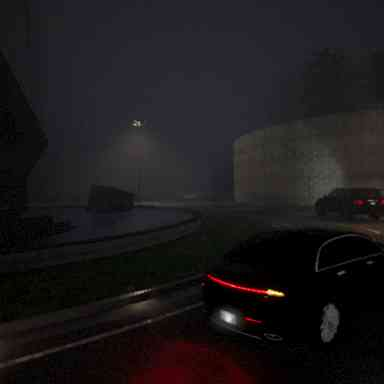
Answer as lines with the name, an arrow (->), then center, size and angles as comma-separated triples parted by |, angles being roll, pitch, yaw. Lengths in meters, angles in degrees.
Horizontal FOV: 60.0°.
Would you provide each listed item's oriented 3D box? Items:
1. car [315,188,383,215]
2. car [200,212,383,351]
car -> 10.437, 0.749, 22.427 | 2.150, 2.045, 5.566 | -1, 1, -7
car -> 2.337, 1.389, 6.117 | 4.892, 1.490, 1.837 | -2, 1, -40
